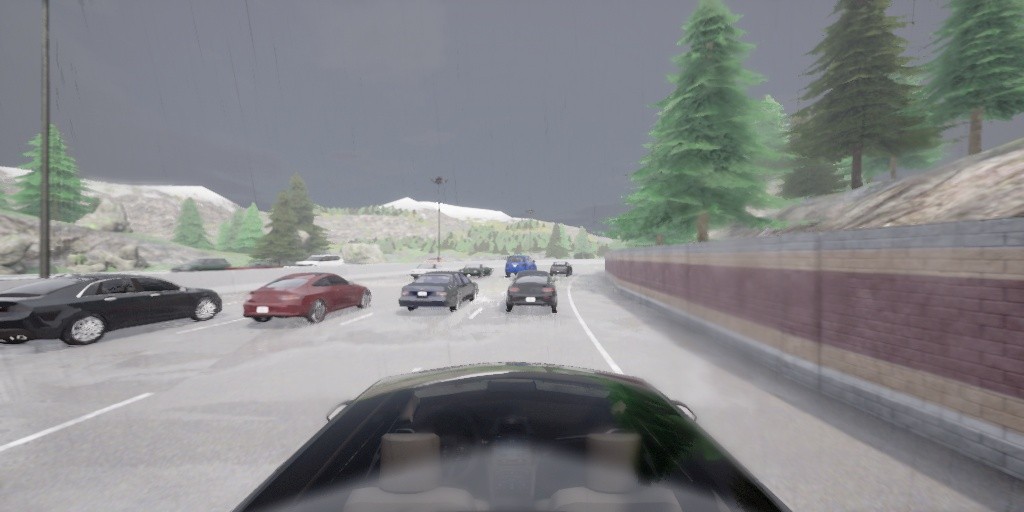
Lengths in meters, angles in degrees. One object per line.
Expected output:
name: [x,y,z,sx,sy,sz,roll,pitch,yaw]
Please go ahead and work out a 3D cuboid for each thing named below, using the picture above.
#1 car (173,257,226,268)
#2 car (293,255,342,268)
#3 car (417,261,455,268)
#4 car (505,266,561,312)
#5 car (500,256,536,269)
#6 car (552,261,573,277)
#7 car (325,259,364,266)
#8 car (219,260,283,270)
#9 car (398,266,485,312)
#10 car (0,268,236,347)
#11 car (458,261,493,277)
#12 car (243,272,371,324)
car: [-28.294,1.009,32.806,2.097,1.767,4.553,0,0,12]
car: [-20.089,0.905,37.659,2.150,2.045,5.566,0,0,14]
car: [-7.007,1.329,31.344,1.895,1.301,4.718,0,0,12]
car: [0.843,1.279,14.189,1.812,1.442,4.674,0,0,6]
car: [0.911,0.976,34.403,2.150,2.045,5.566,0,0,14]
car: [5.014,1.260,36.108,2.128,1.511,4.902,0,0,15]
car: [-16.642,1.260,36.904,1.994,1.385,4.181,0,0,14]
car: [-24.498,1.271,34.106,1.895,1.301,4.718,0,0,12]
car: [-2.693,1.289,14.280,2.033,1.411,5.357,0,0,6]
car: [-10.075,1.222,9.247,1.837,1.490,4.892,0,0,3]
car: [-3.159,1.342,32.503,1.895,1.301,4.718,0,0,13]
car: [-6.400,1.255,11.734,1.812,1.442,4.674,0,0,4]
